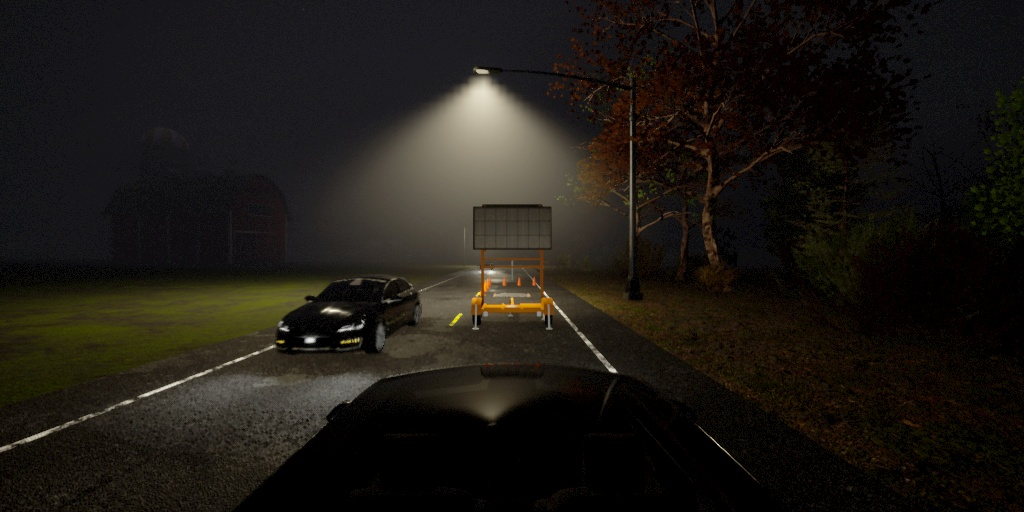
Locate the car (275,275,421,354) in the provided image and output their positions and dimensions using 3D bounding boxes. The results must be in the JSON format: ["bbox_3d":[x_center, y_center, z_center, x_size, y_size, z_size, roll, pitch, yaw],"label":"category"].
[{"bbox_3d":[-3.601,1.253,8.823,1.837,1.490,4.892,0,0,0],"label":"car"}]

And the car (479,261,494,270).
[{"bbox_3d":[-3.621,1.327,50.697,1.895,1.301,4.718,0,0,0],"label":"car"}]

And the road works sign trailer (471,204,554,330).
[{"bbox_3d":[0.009,0.211,11.120,2.380,3.560,2.880,0,0,0],"label":"road works sign trailer"}]
